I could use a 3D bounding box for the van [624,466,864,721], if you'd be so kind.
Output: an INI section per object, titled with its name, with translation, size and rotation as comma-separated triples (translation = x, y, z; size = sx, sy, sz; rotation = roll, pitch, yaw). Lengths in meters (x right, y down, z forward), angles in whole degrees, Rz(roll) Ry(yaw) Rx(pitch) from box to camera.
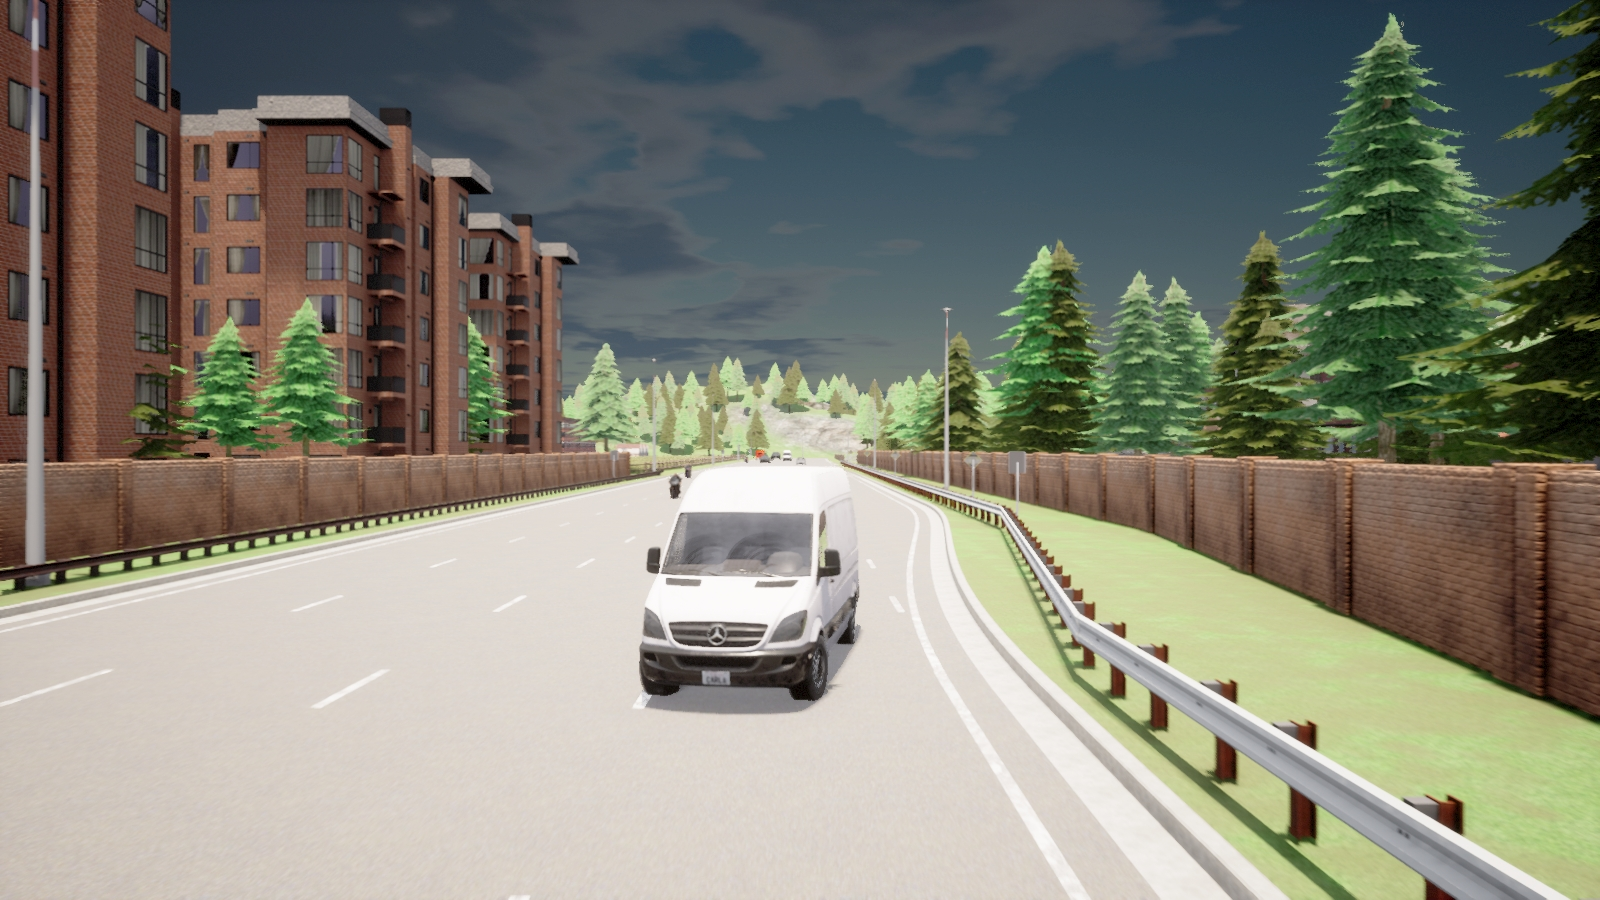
[van]
translation = -0.438, 1.523, 14.876
size = 1.988, 2.561, 5.915
rotation = 0, 0, 9

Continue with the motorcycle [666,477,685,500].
[motorcycle]
translation = -7.018, 2.158, 64.467
size = 0.867, 1.251, 2.209
rotation = 0, 0, 0
